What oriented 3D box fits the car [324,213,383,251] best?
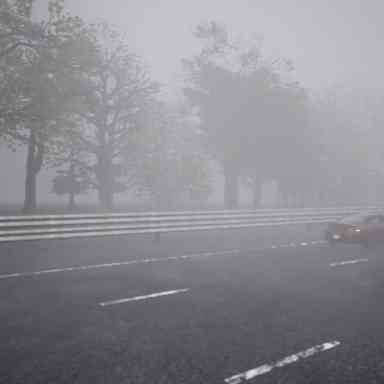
[{"bbox_3d":[7.792,1.637,14.608,4.674,1.442,1.812,1,0,-31],"label":"car"}]
